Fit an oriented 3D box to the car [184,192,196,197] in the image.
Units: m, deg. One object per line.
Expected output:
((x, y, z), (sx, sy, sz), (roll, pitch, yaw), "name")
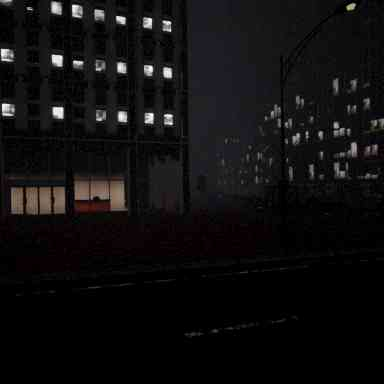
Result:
((-0.489, 0.710, 90.985), (2.008, 1.369, 4.403), (0, 1, -20), "car")

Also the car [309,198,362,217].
((12.829, 1.434, 29.314), (1.947, 1.339, 4.313), (0, 1, -20), "car")

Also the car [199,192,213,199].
((3.386, 0.706, 80.299), (1.967, 1.590, 4.097), (0, 1, -20), "car")

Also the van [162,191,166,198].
((-6.430, 0.687, 82.785), (1.690, 1.788, 3.998), (0, 1, -20), "van")

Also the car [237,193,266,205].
((8.982, 1.203, 47.908), (2.033, 1.411, 5.357), (-1, 1, -20), "car")

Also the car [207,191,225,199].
((5.324, 0.634, 74.955), (2.192, 1.841, 5.009), (0, 1, -20), "car")

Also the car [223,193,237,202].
((7.924, 1.023, 60.174), (1.812, 1.442, 4.674), (-1, 1, -20), "car")

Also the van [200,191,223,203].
((3.261, 0.952, 56.070), (1.690, 1.788, 3.998), (0, 1, -20), "van")

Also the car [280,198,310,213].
((10.908, 1.399, 34.665), (1.802, 1.307, 4.206), (0, 1, -20), "car")

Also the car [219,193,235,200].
((7.263, 0.954, 69.615), (1.802, 1.307, 4.206), (0, 1, -20), "car")

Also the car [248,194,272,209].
((9.025, 1.331, 40.027), (1.947, 1.339, 4.313), (0, 1, -20), "car")

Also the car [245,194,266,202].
((11.139, 1.059, 58.928), (1.802, 1.307, 4.206), (0, 1, -20), "car")

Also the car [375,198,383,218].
((16.907, 1.216, 26.077), (2.097, 1.767, 4.553), (-1, 1, -21), "car")

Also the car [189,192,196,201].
((-0.615, 1.056, 66.758), (2.008, 1.369, 4.403), (0, 1, -20), "car")

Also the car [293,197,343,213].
((13.376, 1.320, 35.767), (2.033, 1.411, 5.357), (-1, 1, -20), "car")

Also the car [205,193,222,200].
((4.502, 0.930, 69.608), (1.812, 1.442, 4.674), (-1, 1, -20), "car")
